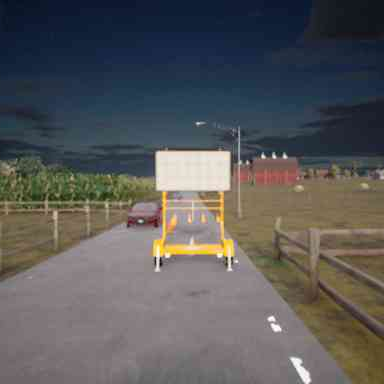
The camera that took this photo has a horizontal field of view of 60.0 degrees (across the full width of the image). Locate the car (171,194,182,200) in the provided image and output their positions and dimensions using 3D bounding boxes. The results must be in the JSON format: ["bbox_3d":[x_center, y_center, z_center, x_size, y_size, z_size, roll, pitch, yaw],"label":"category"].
[{"bbox_3d":[-2.791,1.044,62.328,1.882,1.535,5.008,0,1,1],"label":"car"}]

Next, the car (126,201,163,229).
[{"bbox_3d":[-2.850,1.343,20.949,1.882,1.535,5.008,0,0,0],"label":"car"}]

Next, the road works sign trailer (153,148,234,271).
[{"bbox_3d":[0.038,0.396,10.627,2.380,3.560,2.880,0,0,-1],"label":"road works sign trailer"}]
